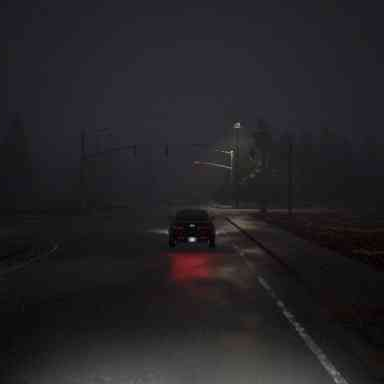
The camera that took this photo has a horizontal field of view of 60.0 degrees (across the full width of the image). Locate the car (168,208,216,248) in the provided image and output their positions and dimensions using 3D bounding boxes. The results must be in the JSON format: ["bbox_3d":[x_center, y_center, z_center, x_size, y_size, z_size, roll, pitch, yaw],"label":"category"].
[{"bbox_3d":[0.008,1.490,14.650,1.837,1.490,4.892,0,0,0],"label":"car"}]

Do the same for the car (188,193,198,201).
[{"bbox_3d":[0.240,1.184,80.419,2.097,1.767,4.553,0,0,2],"label":"car"}]

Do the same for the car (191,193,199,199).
[{"bbox_3d":[0.738,1.121,93.947,2.097,1.767,4.553,0,0,2],"label":"car"}]

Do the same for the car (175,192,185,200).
[{"bbox_3d":[-3.106,1.026,85.332,2.150,2.045,5.566,0,0,2],"label":"car"}]
